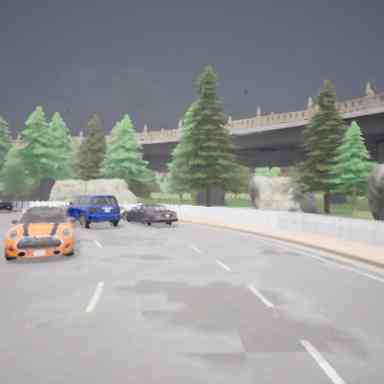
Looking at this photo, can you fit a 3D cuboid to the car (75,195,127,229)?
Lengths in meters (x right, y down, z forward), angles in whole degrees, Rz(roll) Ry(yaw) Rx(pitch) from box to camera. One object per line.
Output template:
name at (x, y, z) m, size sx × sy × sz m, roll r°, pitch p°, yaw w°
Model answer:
car at (-6.671, 1.208, 22.054) m, size 2.150 × 2.045 × 5.566 m, roll 0°, pitch 0°, yaw -37°

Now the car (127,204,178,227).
car at (-3.011, 1.533, 22.987) m, size 2.033 × 1.411 × 5.357 m, roll 0°, pitch 0°, yaw -36°

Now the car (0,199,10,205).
car at (-21.835, 1.455, 36.101) m, size 5.008 × 1.535 × 1.882 m, roll 0°, pitch 0°, yaw 17°

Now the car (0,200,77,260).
car at (-5.537, 1.344, 12.569) m, size 2.097 × 1.767 × 4.553 m, roll 0°, pitch 0°, yaw -19°
